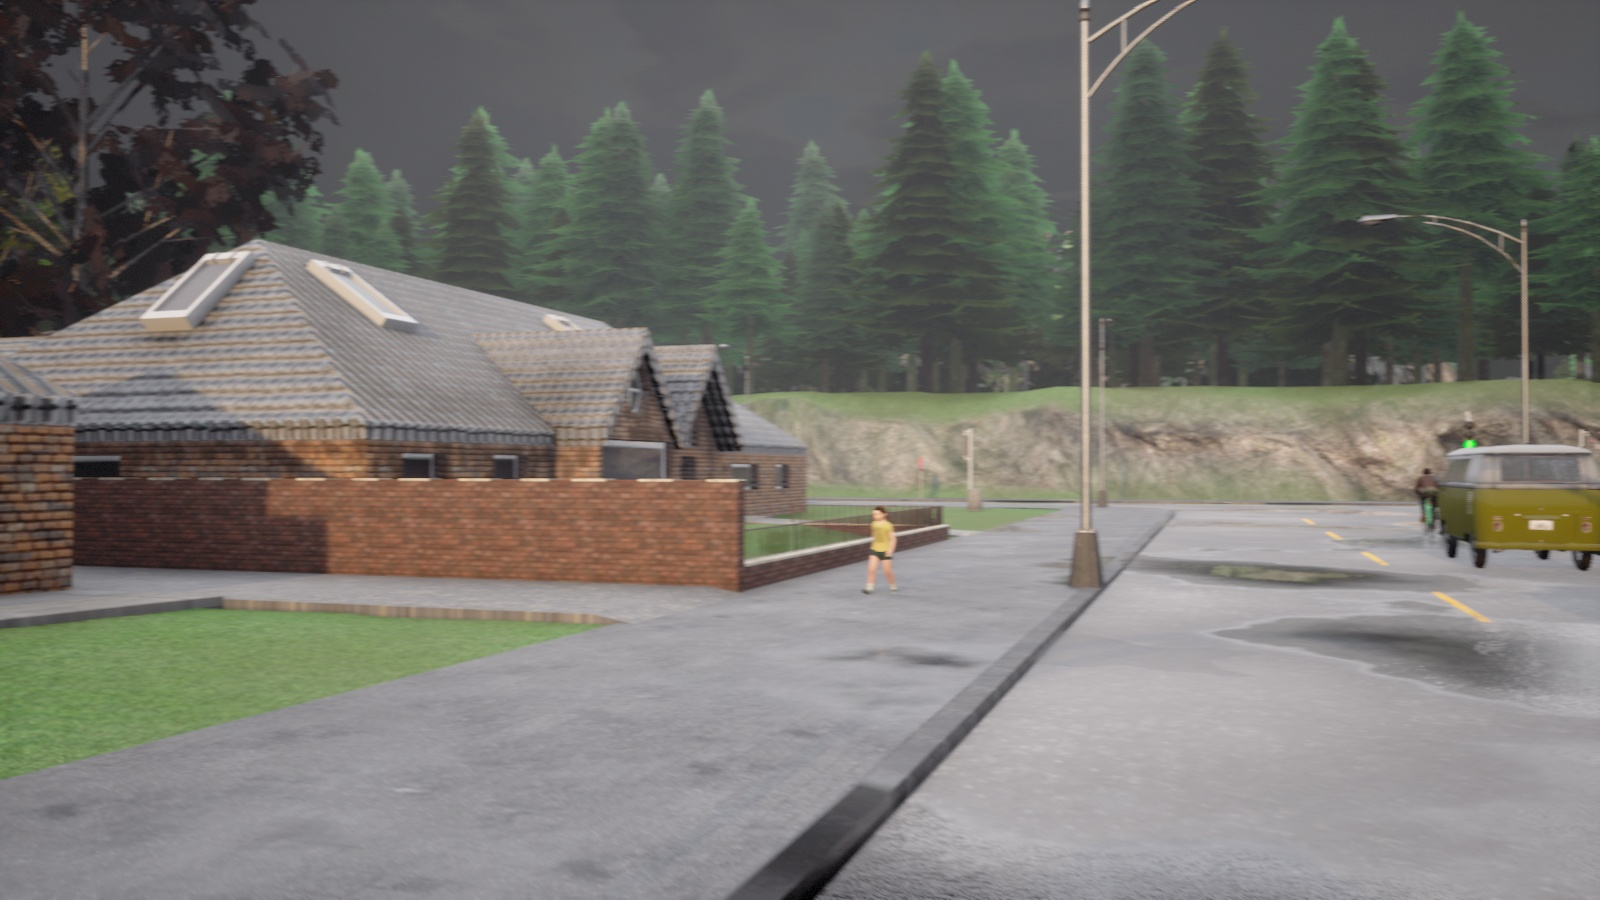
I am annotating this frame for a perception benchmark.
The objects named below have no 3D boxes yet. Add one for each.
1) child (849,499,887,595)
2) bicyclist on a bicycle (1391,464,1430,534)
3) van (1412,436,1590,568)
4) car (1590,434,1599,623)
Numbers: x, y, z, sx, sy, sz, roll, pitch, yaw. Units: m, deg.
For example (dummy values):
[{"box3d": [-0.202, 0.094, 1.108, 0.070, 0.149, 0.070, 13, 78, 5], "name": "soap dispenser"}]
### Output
[{"box3d": [0.806, 1.139, 14.899, 0.255, 1.110, 0.394, -1, -1, 38], "name": "child"}, {"box3d": [14.480, 1.142, 29.805, 0.582, 1.620, 1.656, -1, -1, 18], "name": "bicyclist on a bicycle"}, {"box3d": [11.782, 0.826, 21.415, 1.775, 1.987, 4.442, -1, -1, 18], "name": "van"}, {"box3d": [8.137, 0.733, 10.082, 1.932, 1.855, 4.605, -1, -1, 18], "name": "car"}]
